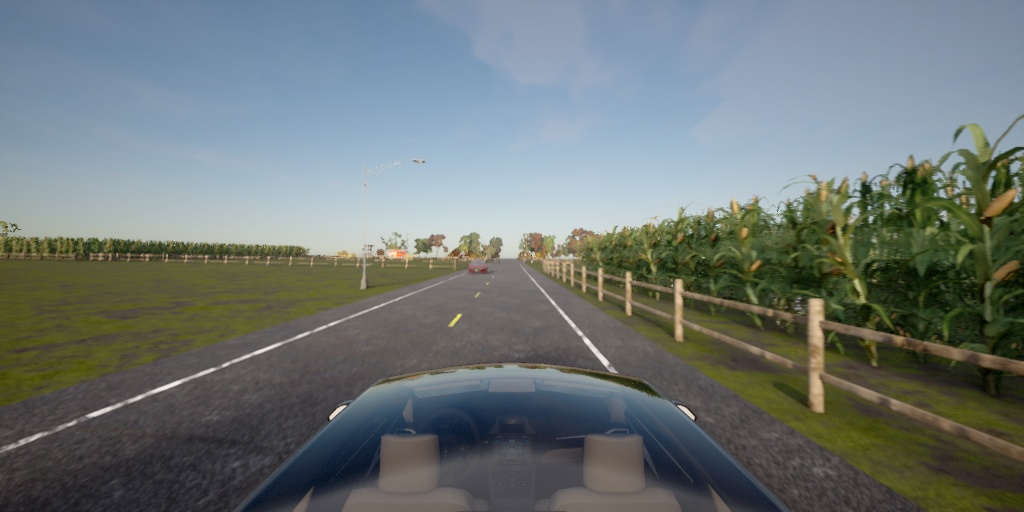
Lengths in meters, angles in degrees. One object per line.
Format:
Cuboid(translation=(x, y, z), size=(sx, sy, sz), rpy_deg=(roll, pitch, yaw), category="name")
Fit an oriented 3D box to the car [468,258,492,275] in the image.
Cuboid(translation=(-3.591, 1.184, 38.920), size=(1.882, 1.535, 5.008), rpy_deg=(0, 0, 0), category="car")
